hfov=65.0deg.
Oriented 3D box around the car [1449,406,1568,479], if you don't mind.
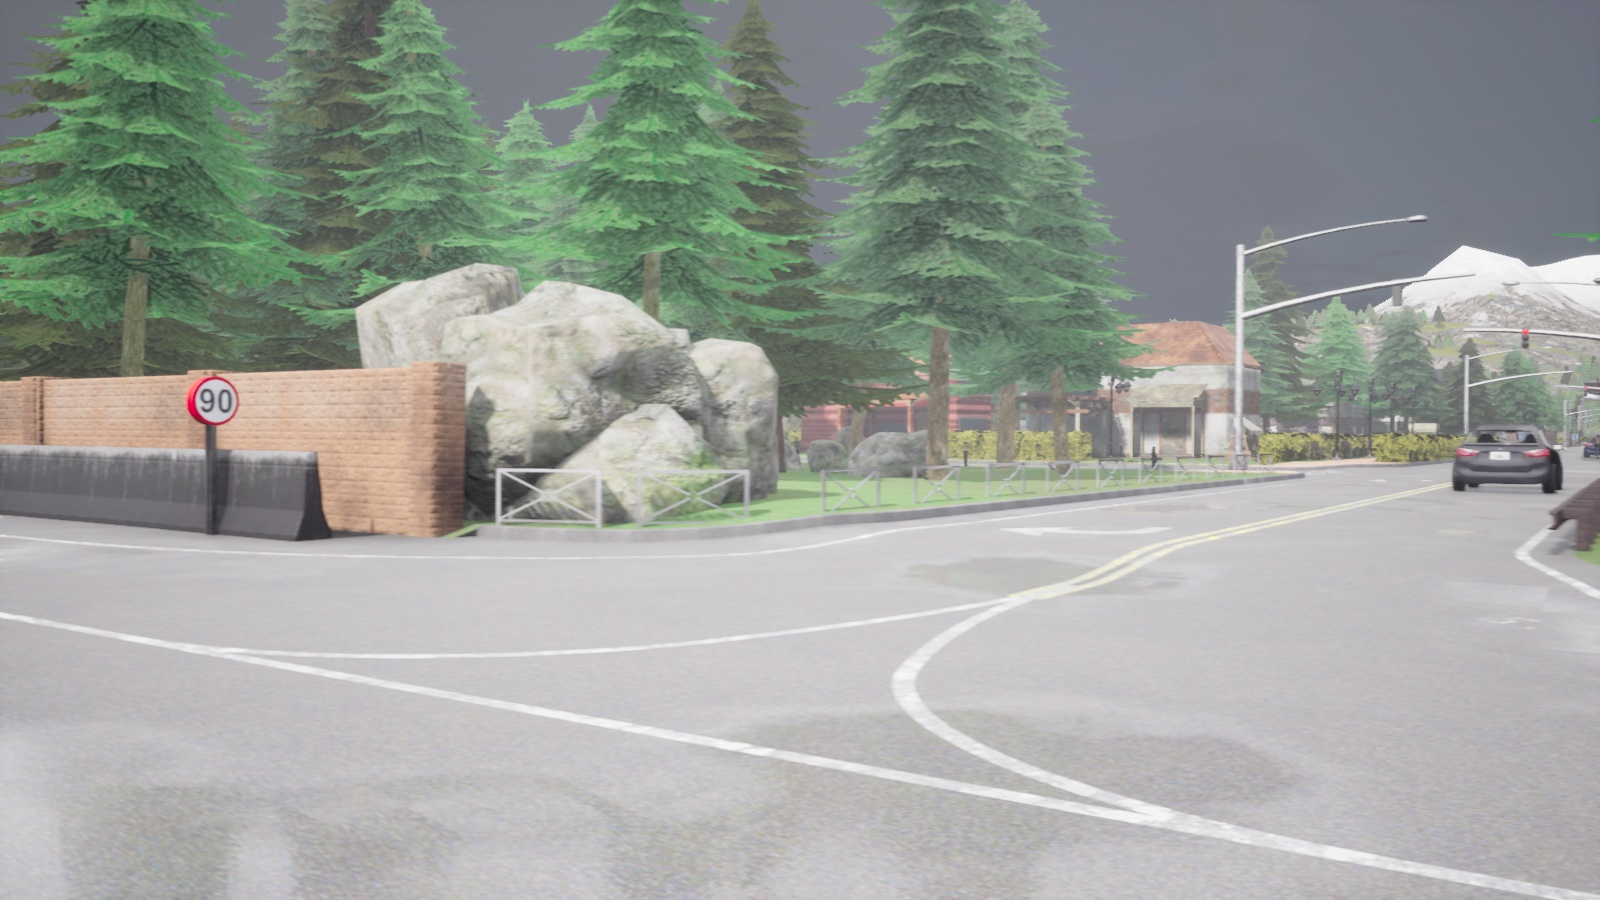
[{"bbox_3d":[17.833,-0.208,31.486,2.242,1.667,4.611,0,1,34],"label":"car"}]
